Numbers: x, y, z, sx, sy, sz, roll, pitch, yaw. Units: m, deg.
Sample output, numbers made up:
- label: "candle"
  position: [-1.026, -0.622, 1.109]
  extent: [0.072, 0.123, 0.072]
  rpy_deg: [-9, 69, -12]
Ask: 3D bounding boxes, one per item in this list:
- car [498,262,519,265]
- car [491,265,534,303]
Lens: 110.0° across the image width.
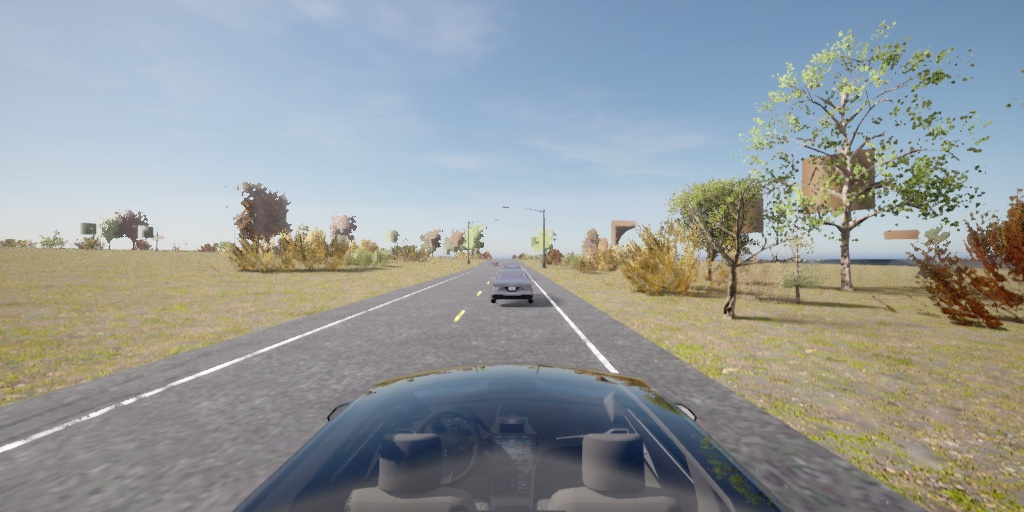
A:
- label: "car"
  position: [0.000, 1.332, 31.501]
  extent: [1.994, 1.385, 4.181]
  rpy_deg: [0, 0, 0]
- label: "car"
  position: [0.000, 1.315, 16.501]
  extent: [2.033, 1.411, 5.357]
  rpy_deg: [0, 0, 0]
